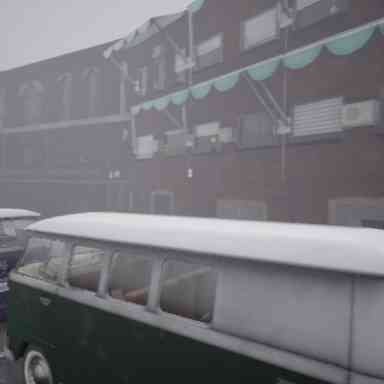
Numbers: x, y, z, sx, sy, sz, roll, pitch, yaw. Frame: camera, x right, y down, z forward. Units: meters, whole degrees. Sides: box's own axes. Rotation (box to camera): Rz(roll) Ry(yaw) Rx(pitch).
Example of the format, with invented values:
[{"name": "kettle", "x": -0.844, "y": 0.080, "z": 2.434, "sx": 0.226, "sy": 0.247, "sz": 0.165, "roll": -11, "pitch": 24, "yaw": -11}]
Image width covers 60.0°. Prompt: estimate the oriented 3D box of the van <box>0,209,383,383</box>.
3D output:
[{"name": "van", "x": -0.215, "y": 1.250, "z": 3.426, "sx": 4.442, "sy": 1.987, "sz": 1.878, "roll": 0, "pitch": 0, "yaw": 36}]
